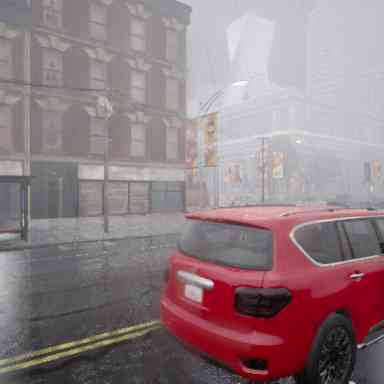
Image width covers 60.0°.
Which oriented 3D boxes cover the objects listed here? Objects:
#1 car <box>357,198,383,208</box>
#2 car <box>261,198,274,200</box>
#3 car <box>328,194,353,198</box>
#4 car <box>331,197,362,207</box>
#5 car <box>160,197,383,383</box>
[{"bbox_3d":[26.110,1.595,47.970,1.895,1.301,4.718,0,0,-6],"label":"car"},{"bbox_3d":[11.526,1.601,49.843,1.895,1.301,4.718,0,0,-16],"label":"car"},{"bbox_3d":[16.409,1.221,36.171,2.150,2.045,5.566,0,0,3],"label":"car"},{"bbox_3d":[24.764,1.520,53.540,2.002,1.452,4.674,0,0,-16],"label":"car"},{"bbox_3d":[2.153,1.223,5.368,5.566,2.045,2.150,0,0,-37],"label":"car"}]
